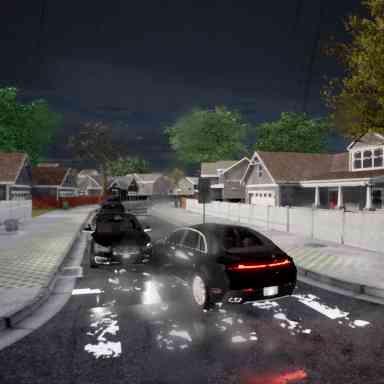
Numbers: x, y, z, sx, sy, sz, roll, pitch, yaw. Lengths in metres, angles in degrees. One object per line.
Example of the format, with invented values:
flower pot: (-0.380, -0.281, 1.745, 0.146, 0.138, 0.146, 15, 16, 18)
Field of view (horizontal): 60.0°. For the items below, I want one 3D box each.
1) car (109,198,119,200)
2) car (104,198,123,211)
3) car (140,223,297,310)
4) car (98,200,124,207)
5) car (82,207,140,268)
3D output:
car: (-7.434, 1.486, 30.466, 2.128, 1.511, 4.902, 0, 0, -14)
car: (-9.673, 1.522, 41.124, 1.812, 1.442, 4.674, 0, 0, -8)
car: (0.381, 1.506, 8.016, 1.837, 1.490, 4.892, 0, -1, -24)
car: (-5.048, 1.498, 21.221, 1.837, 1.490, 4.892, 0, 0, -15)
car: (-2.629, 1.492, 11.420, 1.837, 1.490, 4.892, 1, 0, -20)
